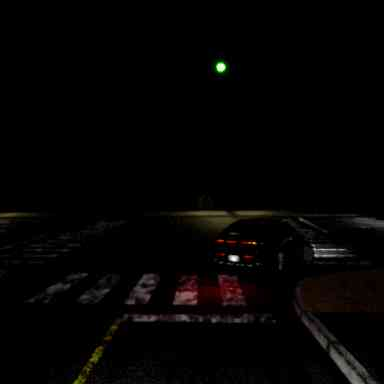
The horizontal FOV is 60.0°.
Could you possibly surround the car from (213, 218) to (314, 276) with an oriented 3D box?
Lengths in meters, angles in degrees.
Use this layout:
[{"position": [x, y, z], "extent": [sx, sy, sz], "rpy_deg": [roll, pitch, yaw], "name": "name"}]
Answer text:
[{"position": [2.437, 1.634, 10.761], "extent": [1.837, 1.490, 4.892], "rpy_deg": [-2, -4, 33], "name": "car"}]
